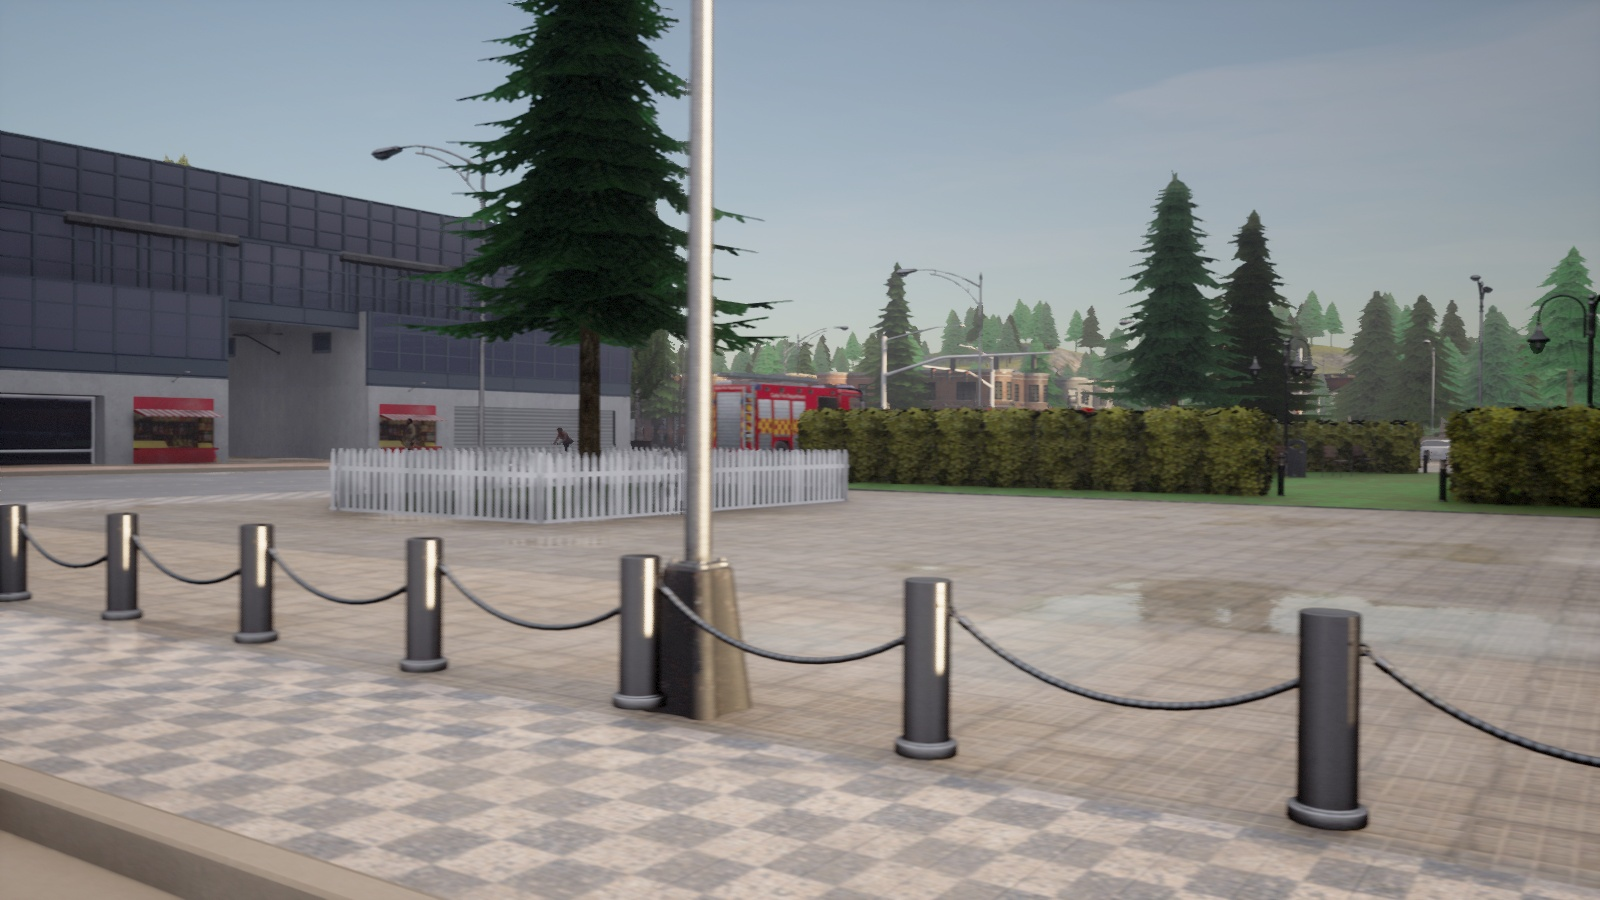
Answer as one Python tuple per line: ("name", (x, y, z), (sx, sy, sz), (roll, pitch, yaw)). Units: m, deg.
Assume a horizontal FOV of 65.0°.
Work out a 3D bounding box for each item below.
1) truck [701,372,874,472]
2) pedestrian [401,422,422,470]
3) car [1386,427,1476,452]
("truck", (-0.335, -1.144, 52.293), (2.891, 3.827, 8.468), (0, 1, 34))
("pedestrian", (-16.011, -0.171, 51.737), (0.692, 1.930, 0.396), (-1, 1, -44))
("car", (38.463, -0.636, 76.564), (4.674, 1.442, 1.812), (0, 1, 34))
